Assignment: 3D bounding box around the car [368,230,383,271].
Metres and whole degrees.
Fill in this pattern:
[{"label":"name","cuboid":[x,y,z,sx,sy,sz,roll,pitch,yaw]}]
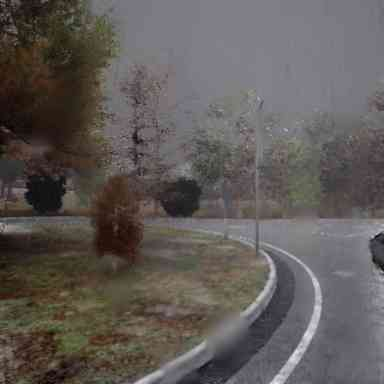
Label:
[{"label":"car","cuboid":[6.172,1.617,9.178,2.033,1.411,5.357,0,0,22]}]
